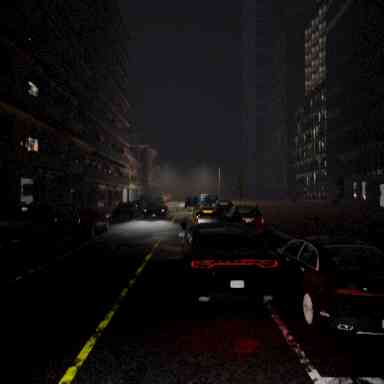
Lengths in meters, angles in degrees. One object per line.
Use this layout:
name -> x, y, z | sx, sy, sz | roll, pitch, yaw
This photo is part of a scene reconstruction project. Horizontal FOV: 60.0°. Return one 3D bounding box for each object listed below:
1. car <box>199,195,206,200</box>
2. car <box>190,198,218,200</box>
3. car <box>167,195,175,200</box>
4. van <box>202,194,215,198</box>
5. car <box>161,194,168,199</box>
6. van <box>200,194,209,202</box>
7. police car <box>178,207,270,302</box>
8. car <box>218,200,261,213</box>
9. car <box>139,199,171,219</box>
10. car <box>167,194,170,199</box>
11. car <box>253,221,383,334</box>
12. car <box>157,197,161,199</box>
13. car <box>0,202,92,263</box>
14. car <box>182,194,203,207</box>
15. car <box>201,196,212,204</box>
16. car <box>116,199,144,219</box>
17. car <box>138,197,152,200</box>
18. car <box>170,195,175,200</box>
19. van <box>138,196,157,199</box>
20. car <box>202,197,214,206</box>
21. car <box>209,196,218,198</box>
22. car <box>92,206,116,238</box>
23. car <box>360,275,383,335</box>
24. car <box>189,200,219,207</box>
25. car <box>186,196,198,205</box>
car -> 2.720, 1.504, 90.378 | 1.752, 1.417, 4.829 | 1, 0, 0
car -> 0.905, 1.445, 24.540 | 1.801, 1.575, 5.366 | 0, 0, 0
car -> -5.661, 1.524, 90.211 | 1.887, 1.381, 4.507 | 1, 0, 0
van -> 2.714, 1.326, 45.651 | 1.690, 1.788, 3.998 | 1, 0, 0
car -> -5.667, 1.533, 56.792 | 2.008, 1.369, 4.403 | 1, 0, 0
van -> 2.719, 1.321, 73.500 | 1.690, 1.788, 3.998 | 1, 0, 0
police car -> 0.686, 1.421, 8.446 | 1.930, 1.638, 5.238 | 0, 0, -2
car -> 2.706, 1.433, 17.802 | 1.967, 1.590, 4.097 | 1, 0, 0
car -> -3.091, 1.590, 29.216 | 1.895, 1.301, 4.718 | 0, 0, 0
car -> -5.666, 1.506, 62.193 | 1.752, 1.417, 4.829 | 1, 0, 0
car -> 2.702, 1.548, 6.662 | 2.008, 1.369, 4.403 | 1, 0, 0
car -> -5.669, 1.510, 45.484 | 1.752, 1.417, 4.829 | 1, 0, 0
car -> -5.673, 1.310, 12.235 | 2.192, 1.841, 5.009 | 1, 0, 0
car -> 0.048, 1.337, 46.213 | 2.097, 1.767, 4.553 | 0, 0, 0
car -> 2.714, 1.506, 62.529 | 1.752, 1.417, 4.829 | 1, 0, 0
car -> -5.673, 1.555, 28.944 | 1.947, 1.339, 4.313 | 1, 0, 0
car -> -5.672, 1.538, 34.514 | 2.008, 1.369, 4.403 | 1, 0, 0
car -> -5.660, 1.295, 73.502 | 2.192, 1.841, 5.009 | 1, 0, 0
van -> -5.668, 1.327, 40.084 | 1.690, 1.788, 3.998 | 1, 0, 0
car -> 2.713, 1.564, 56.789 | 1.802, 1.307, 4.206 | 1, 0, 0
car -> 2.709, 1.429, 28.942 | 1.967, 1.590, 4.097 | 1, 0, 0
car -> -5.676, 1.537, 17.805 | 1.887, 1.381, 4.507 | 1, 0, 0
car -> 2.701, 1.550, 1.094 | 2.008, 1.369, 4.403 | 1, 0, 0
car -> 0.884, 1.448, 18.539 | 1.801, 1.575, 5.366 | 0, 0, 0
car -> 0.012, 1.473, 58.632 | 2.128, 1.511, 4.902 | 0, 0, 0
